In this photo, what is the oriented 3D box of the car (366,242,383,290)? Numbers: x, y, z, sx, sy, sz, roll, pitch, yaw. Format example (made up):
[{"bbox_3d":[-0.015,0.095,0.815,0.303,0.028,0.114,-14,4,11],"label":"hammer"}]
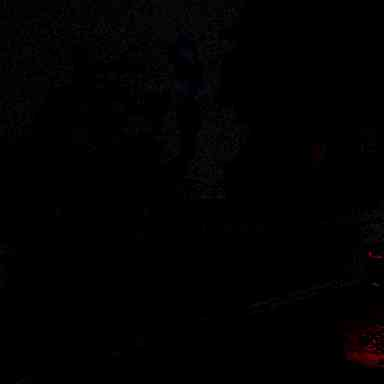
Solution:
[{"bbox_3d":[6.091,1.477,7.817,5.008,1.535,1.882,0,0,-35],"label":"car"}]
